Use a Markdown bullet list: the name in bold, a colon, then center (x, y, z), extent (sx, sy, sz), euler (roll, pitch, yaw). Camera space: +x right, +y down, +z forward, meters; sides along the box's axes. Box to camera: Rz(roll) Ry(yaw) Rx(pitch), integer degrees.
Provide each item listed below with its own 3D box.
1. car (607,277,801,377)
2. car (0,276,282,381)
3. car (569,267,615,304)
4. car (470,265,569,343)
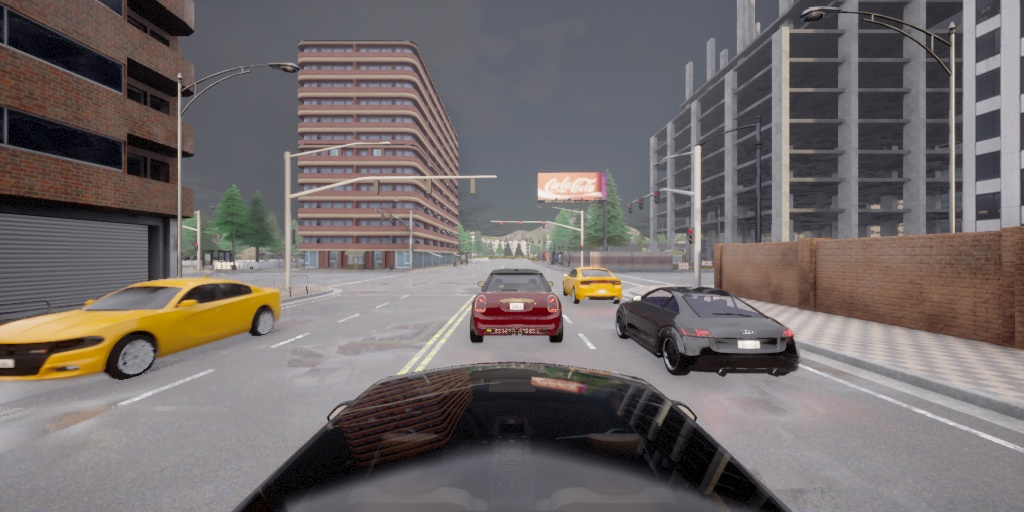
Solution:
- **car**: center (3.599, 1.314, 7.456), extent (1.994, 1.385, 4.181), euler (0, 0, 0)
- **car**: center (-7.100, 1.228, 7.514), extent (1.882, 1.535, 5.008), euler (0, 0, 0)
- **car**: center (3.501, 1.228, 16.389), extent (1.882, 1.535, 5.008), euler (0, 0, 0)
- **car**: center (0.101, 1.102, 9.862), extent (2.097, 1.767, 4.553), euler (0, 0, 0)
